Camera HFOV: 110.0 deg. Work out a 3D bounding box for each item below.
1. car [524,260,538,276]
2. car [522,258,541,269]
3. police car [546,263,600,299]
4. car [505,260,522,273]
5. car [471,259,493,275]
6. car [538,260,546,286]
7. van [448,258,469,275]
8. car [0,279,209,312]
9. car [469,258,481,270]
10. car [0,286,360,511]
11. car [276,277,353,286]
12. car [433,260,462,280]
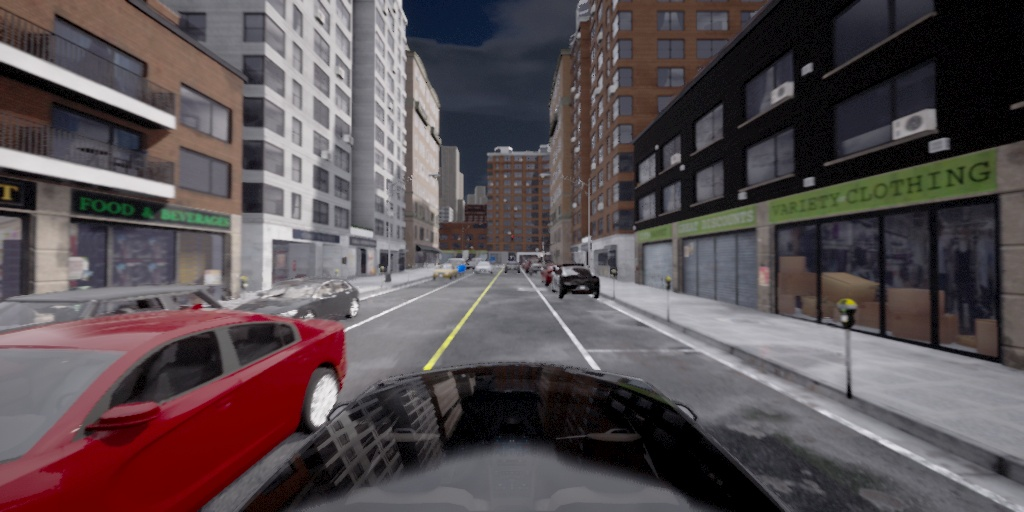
[{"bbox_3d":[2.648,1.355,37.643,2.007,1.370,4.403,0,0,0],"label":"car"},{"bbox_3d":[2.645,1.136,43.125,2.192,1.841,5.009,0,0,0],"label":"car"},{"bbox_3d":[3.124,1.189,18.473,1.930,1.638,5.238,0,0,0],"label":"police car"},{"bbox_3d":[0.058,1.320,45.328,2.128,1.511,4.902,0,0,0],"label":"car"},{"bbox_3d":[-3.108,1.338,40.258,1.812,1.442,4.674,0,0,0],"label":"car"},{"bbox_3d":[3.126,1.253,25.364,1.882,1.535,5.008,0,0,0],"label":"car"},{"bbox_3d":[-5.877,1.145,37.642,1.690,1.789,3.998,0,0,0],"label":"van"},{"bbox_3d":[-5.858,1.191,4.752,1.967,1.591,4.097,0,0,0],"label":"car"},{"bbox_3d":[-5.887,1.427,54.087,1.948,1.339,4.313,0,0,0],"label":"car"},{"bbox_3d":[-3.091,1.228,2.688,1.882,1.535,5.008,0,0,0],"label":"car"},{"bbox_3d":[-5.862,1.305,10.234,2.007,1.370,4.403,0,0,0],"label":"car"},{"bbox_3d":[-5.874,1.314,31.990,1.751,1.417,4.829,0,0,0],"label":"car"}]
